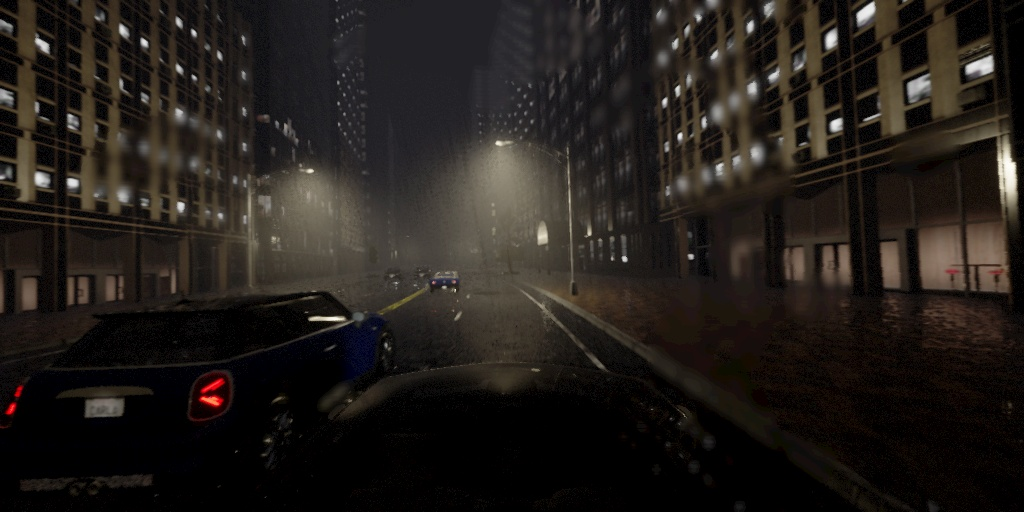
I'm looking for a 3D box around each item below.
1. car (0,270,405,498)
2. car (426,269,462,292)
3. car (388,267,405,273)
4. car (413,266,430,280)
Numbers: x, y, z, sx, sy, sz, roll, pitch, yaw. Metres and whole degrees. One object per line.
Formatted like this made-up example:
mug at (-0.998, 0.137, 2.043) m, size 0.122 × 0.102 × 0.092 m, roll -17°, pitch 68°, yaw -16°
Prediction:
car at (-3.238, 1.234, 4.946) m, size 2.097 × 1.767 × 4.553 m, roll -2°, pitch -1°, yaw -1°
car at (-4.481, 1.711, 24.732) m, size 1.895 × 1.301 × 4.718 m, roll -2°, pitch -1°, yaw -6°
car at (-13.596, 2.038, 41.661) m, size 2.128 × 1.511 × 4.902 m, roll -2°, pitch -1°, yaw -10°
car at (-10.325, 1.945, 41.783) m, size 2.128 × 1.511 × 4.902 m, roll -2°, pitch -1°, yaw -10°
